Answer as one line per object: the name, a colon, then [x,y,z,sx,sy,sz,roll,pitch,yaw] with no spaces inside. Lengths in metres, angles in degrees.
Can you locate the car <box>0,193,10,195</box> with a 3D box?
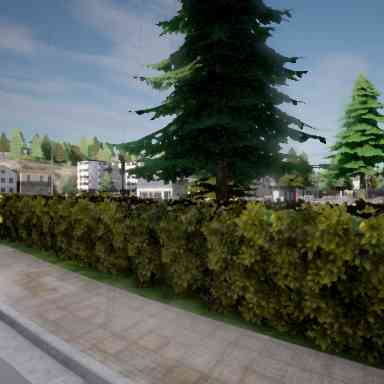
car: [-23.145,1.330,40.971,5.027,1.636,2.152,0,0,-45]

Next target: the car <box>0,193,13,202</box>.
car: [-41.123,1.097,71.368,4.605,1.855,1.932,0,0,-45]

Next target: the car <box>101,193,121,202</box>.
car: [-17.555,1.077,72.150,3.866,1.878,1.905,0,0,-45]

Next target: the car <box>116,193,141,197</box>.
car: [-9.708,1.384,53.927,3.806,1.475,1.970,0,0,-45]

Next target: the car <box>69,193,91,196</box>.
car: [-26.509,1.154,81.290,5.027,1.636,2.152,0,0,-45]

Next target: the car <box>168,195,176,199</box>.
car: [-1.373,1.222,38.340,5.566,2.045,2.150,0,0,-44]

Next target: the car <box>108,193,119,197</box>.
car: [-15.228,1.097,70.363,4.605,1.855,1.932,0,0,-45]

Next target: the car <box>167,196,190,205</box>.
car: [-2.321,1.374,56.991,3.633,1.501,1.845,0,0,-45]

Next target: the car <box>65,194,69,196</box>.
car: [-31.230,1.232,85.648,3.806,1.475,1.970,0,0,-45]

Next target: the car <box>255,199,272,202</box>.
car: [9.885,1.478,44.371,5.008,1.535,1.882,0,0,-45]
